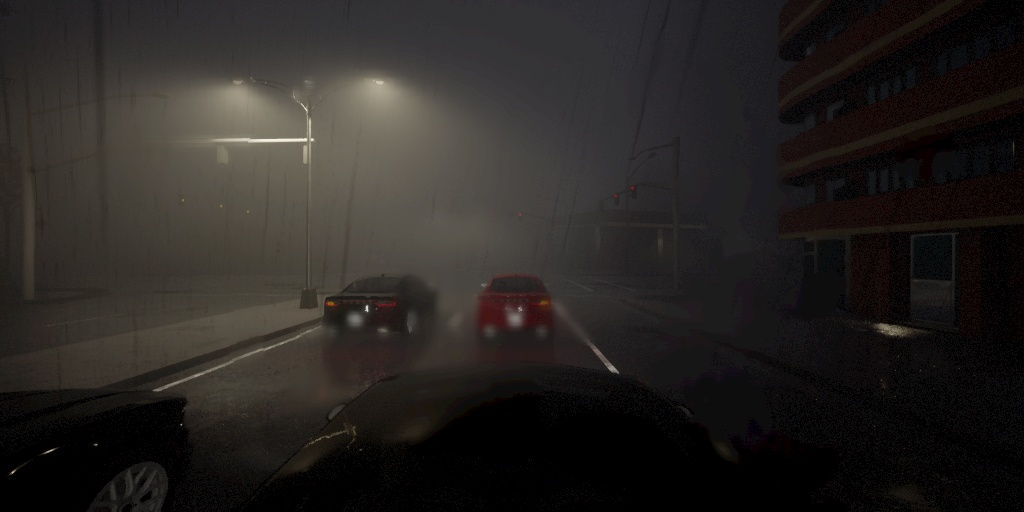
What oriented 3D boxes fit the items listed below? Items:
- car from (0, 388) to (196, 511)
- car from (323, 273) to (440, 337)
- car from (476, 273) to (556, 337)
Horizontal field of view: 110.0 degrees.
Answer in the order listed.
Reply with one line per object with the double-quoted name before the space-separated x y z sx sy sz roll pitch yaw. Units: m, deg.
"car" -3.408 1.228 0.716 1.882 1.535 5.008 0 0 0
"car" -3.397 1.228 10.290 1.882 1.535 5.008 0 0 0
"car" 0.108 1.228 10.305 1.882 1.535 5.008 0 0 1
